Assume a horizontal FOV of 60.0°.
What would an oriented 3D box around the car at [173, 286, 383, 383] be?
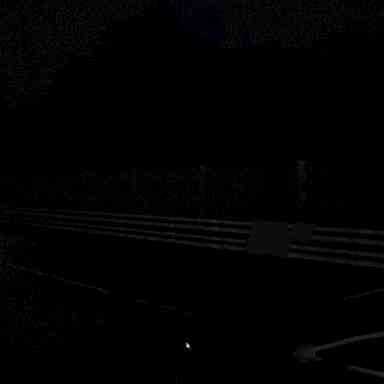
[{"bbox_3d":[2.070,1.495,2.530,4.902,1.511,2.128,1,0,35],"label":"car"}]
